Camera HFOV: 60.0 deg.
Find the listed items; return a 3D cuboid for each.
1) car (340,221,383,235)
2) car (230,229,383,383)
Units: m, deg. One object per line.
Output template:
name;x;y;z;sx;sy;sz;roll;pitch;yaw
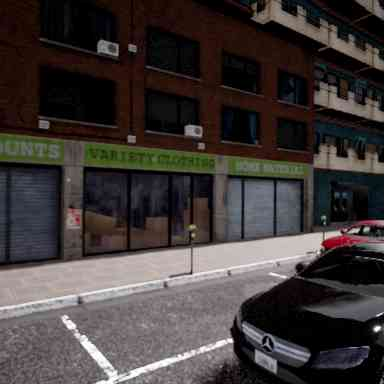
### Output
car;5.730;1.568;10.181;4.507;1.381;1.887;0;0;-36
car;2.678;1.536;4.861;4.674;1.442;1.812;0;0;-35
